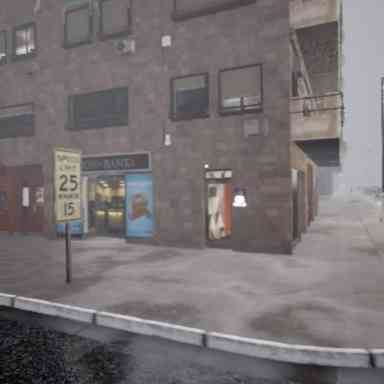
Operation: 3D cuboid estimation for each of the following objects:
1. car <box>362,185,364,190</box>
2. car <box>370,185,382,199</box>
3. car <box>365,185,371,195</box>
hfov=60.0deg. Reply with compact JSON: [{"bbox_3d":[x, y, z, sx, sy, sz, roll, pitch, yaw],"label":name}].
[{"bbox_3d":[30.889,-0.483,57.284,1.967,1.590,4.097,1,2,24],"label":"car"},{"bbox_3d":[24.042,0.114,41.813,1.887,1.381,4.507,1,2,24],"label":"car"},{"bbox_3d":[28.607,-0.208,52.129,2.008,1.369,4.403,1,2,24],"label":"car"}]
